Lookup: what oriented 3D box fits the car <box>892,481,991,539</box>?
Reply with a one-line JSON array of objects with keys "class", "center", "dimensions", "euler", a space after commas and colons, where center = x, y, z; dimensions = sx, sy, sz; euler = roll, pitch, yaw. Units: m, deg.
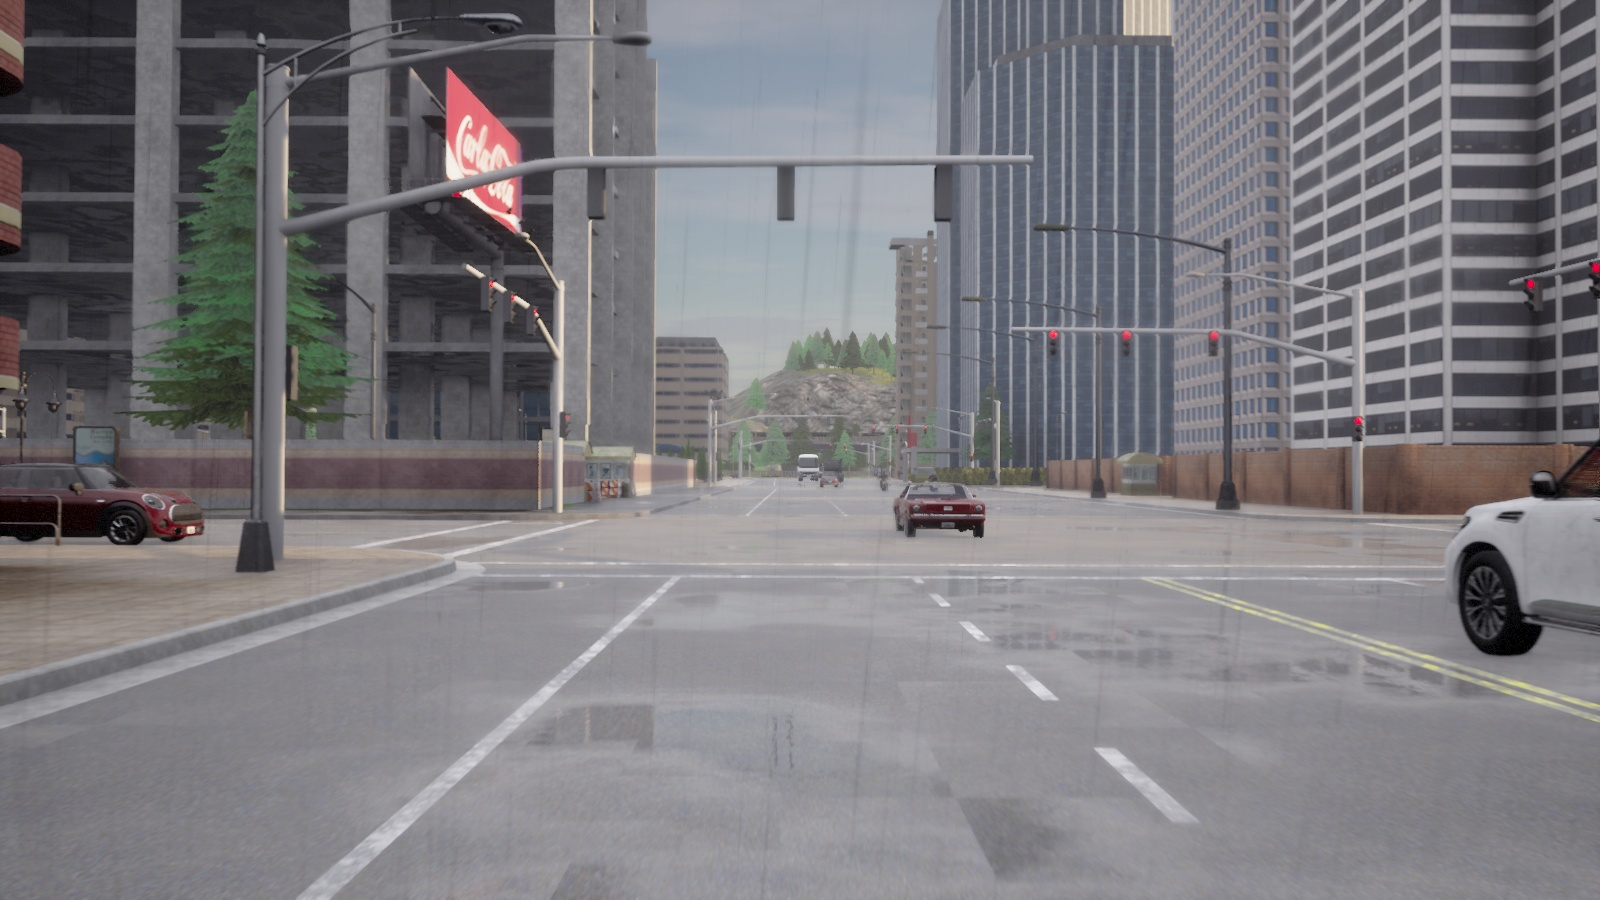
[{"class": "car", "center": [3.427, 1.437, 31.218], "dimensions": [1.895, 1.301, 4.718], "euler": [0, -1, 0]}]

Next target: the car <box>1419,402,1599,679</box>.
[{"class": "car", "center": [6.977, 0.663, 9.162], "dimensions": [2.150, 2.045, 5.566], "euler": [0, -1, 0]}]

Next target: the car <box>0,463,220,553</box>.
[{"class": "car", "center": [-14.733, 1.177, 25.905], "dimensions": [4.553, 1.767, 2.097], "euler": [0, -1, 0]}]
